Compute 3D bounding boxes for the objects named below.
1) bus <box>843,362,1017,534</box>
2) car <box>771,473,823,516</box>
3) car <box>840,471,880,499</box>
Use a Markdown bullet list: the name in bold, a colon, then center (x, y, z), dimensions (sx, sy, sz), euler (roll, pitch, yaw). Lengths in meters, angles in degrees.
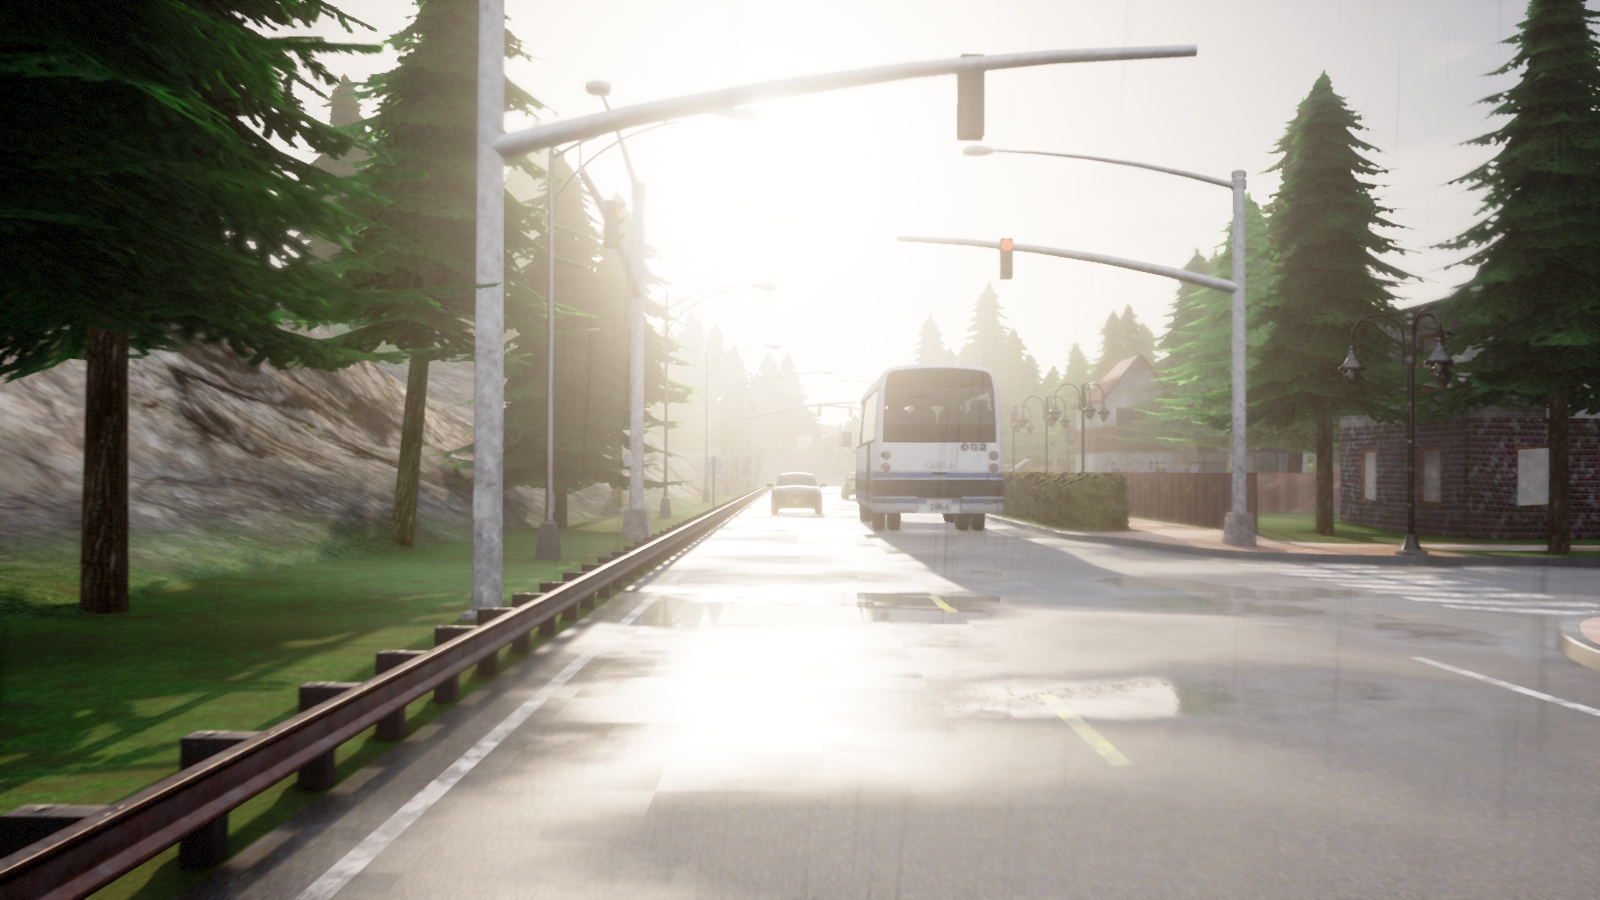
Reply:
- **bus**: center (3.407, 0.034, 36.390), dimensions (3.944, 4.253, 10.273), euler (0, -1, 0)
- **car**: center (-0.112, 1.596, 46.359), dimensions (1.837, 1.490, 4.892), euler (0, -1, 0)
- **car**: center (3.331, 1.922, 70.129), dimensions (2.007, 1.525, 4.514), euler (0, -1, 0)
